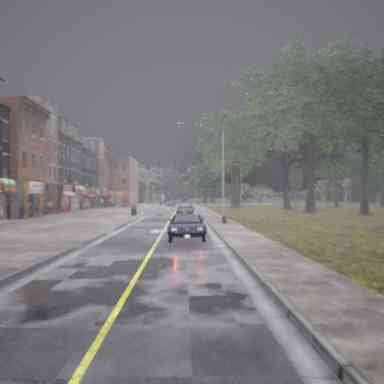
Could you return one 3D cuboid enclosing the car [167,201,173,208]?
[{"bbox_3d":[-4.388,2.576,70.988,2.033,1.411,5.357,-1,-1,-1],"label":"car"}]

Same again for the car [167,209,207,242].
[{"bbox_3d":[-0.278,1.806,17.763,1.895,1.301,4.718,-1,-1,-1],"label":"car"}]

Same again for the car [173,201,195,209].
[{"bbox_3d":[-0.738,1.961,37.107,2.128,1.511,4.902,-1,-1,-1],"label":"car"}]
